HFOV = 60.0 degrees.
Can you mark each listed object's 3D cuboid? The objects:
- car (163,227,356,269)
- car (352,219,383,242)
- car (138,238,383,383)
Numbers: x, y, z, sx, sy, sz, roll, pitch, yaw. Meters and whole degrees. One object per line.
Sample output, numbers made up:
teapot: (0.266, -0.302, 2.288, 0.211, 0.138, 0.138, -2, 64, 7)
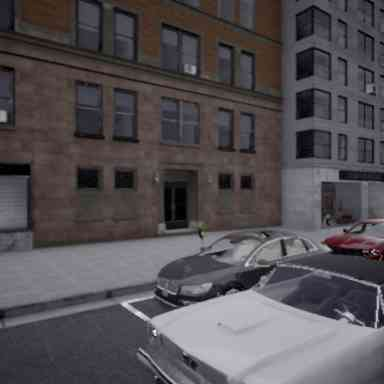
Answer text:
car: (1.309, 1.544, 7.124, 4.403, 1.369, 2.008, 0, 0, -36)
car: (5.935, 1.532, 10.423, 4.507, 1.381, 1.887, 0, 0, -36)
car: (1.750, 1.596, 4.283, 4.718, 1.301, 1.895, 0, 0, -36)
